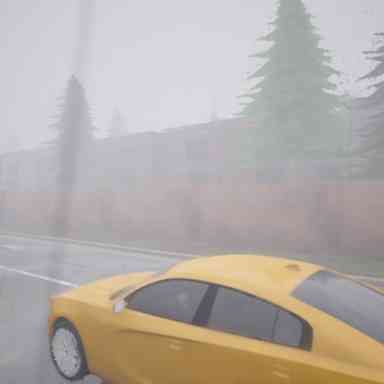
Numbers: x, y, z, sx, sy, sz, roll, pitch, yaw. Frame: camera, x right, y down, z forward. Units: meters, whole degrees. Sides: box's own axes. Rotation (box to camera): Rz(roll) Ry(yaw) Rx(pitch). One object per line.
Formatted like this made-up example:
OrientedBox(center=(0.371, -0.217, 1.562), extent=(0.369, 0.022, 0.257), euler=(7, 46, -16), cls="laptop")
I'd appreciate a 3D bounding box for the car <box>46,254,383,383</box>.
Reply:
OrientedBox(center=(0.332, 1.480, 3.779), extent=(5.008, 1.535, 1.882), euler=(0, 0, 36), cls="car")
